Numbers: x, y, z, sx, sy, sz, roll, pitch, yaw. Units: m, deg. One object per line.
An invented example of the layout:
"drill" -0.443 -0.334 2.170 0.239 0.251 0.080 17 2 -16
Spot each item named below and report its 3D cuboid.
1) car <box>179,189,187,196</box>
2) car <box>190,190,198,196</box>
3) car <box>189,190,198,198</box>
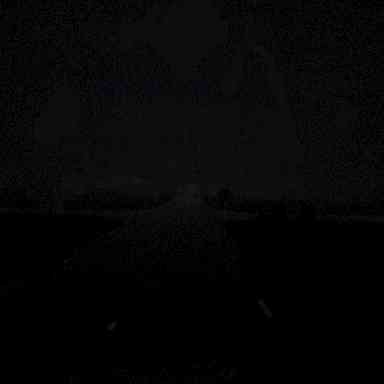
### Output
"car" -2.282 0.078 82.005 1.882 1.535 5.008 0 1 0
"car" 0.497 0.255 86.999 1.837 1.490 4.892 0 1 0
"car" 0.438 0.623 76.969 1.812 1.442 4.674 0 1 0
